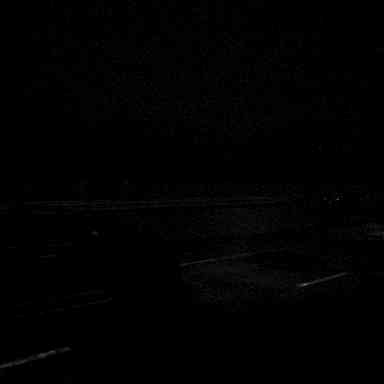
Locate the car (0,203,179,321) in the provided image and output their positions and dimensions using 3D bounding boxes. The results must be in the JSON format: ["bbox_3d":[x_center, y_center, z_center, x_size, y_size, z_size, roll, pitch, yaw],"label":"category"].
[{"bbox_3d":[-2.922,1.211,5.953,5.566,2.045,2.150,0,0,-35],"label":"car"}]

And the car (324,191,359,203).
[{"bbox_3d":[19.335,0.914,42.650,5.566,2.045,2.150,0,0,-33],"label":"car"}]

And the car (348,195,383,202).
[{"bbox_3d":[21.226,1.296,39.707,4.718,1.301,1.895,0,0,-33],"label":"car"}]
